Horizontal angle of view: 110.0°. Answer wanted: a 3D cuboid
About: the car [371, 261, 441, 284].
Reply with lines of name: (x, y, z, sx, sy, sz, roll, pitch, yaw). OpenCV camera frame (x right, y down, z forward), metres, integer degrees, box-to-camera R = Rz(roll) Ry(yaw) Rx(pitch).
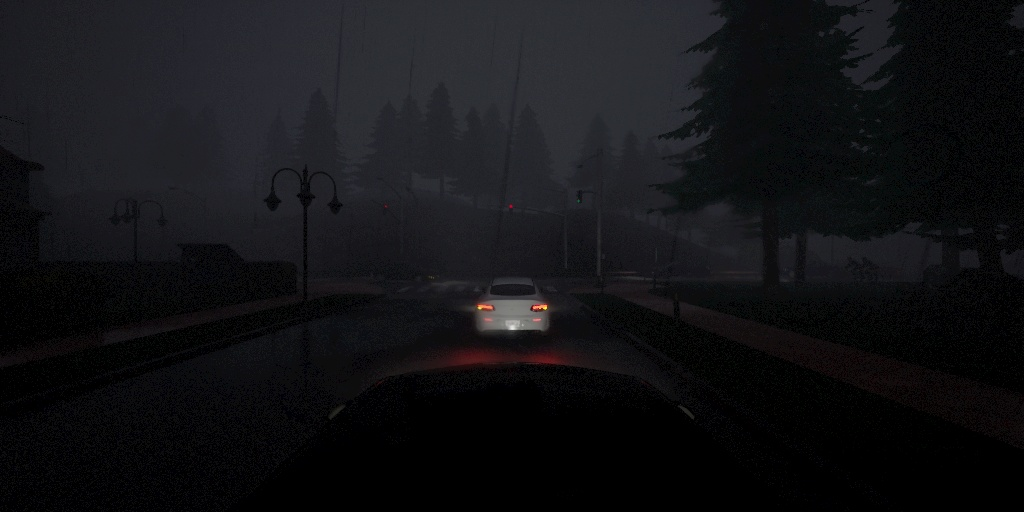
car: (-7.485, 1.124, 25.355, 4.892, 1.490, 1.837, 1, 0, 9)

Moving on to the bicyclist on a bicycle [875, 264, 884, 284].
bicyclist on a bicycle: (21.774, 0.892, 21.981, 0.582, 1.620, 1.656, 0, 0, -14)

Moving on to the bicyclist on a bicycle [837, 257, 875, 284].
bicyclist on a bicycle: (21.127, 0.891, 22.240, 0.582, 1.620, 1.656, 0, 0, -16)

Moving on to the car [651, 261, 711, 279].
car: (14.055, 1.113, 29.889, 4.674, 1.442, 1.812, 0, 0, -1)

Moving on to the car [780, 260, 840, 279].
car: (24.376, 1.065, 29.928, 5.008, 1.535, 1.882, 0, 0, 0)

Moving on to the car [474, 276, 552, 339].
car: (0.020, 1.276, 9.955, 1.812, 1.442, 4.674, 0, 0, 0)
